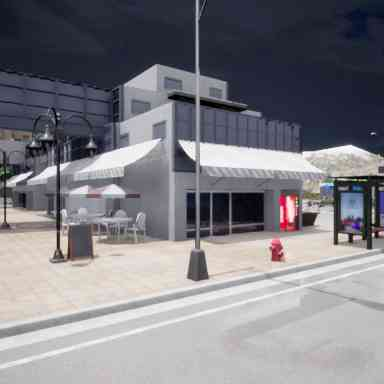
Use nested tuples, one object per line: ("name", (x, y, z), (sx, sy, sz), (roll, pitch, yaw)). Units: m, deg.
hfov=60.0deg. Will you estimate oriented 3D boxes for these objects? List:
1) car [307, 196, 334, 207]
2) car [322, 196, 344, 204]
("car", (19.131, 1.345, 48.810), (5.027, 1.636, 2.152), (0, 0, -36))
("car", (28.404, 1.489, 66.928), (4.514, 1.523, 2.007), (0, 0, -36))
